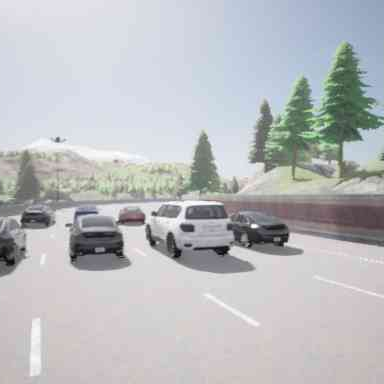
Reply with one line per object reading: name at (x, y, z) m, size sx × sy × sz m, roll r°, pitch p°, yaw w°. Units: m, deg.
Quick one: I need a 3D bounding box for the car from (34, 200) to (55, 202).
car at (-27.457, 2.207, 63.600) m, size 2.033 × 1.411 × 5.357 m, roll 0°, pitch -1°, yaw -1°

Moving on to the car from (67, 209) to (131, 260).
car at (-3.857, 1.648, 13.161) m, size 1.837 × 1.490 × 4.892 m, roll 0°, pitch 0°, yaw -21°

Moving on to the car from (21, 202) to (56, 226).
car at (-11.689, 1.775, 25.538) m, size 1.837 × 1.490 × 4.892 m, roll 0°, pitch 0°, yaw -15°

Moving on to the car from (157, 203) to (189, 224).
car at (-1.799, 1.796, 29.235) m, size 1.882 × 1.535 × 5.008 m, roll 0°, pitch 0°, yaw -14°

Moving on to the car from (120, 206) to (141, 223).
car at (-4.968, 1.861, 27.518) m, size 1.994 × 1.385 × 4.181 m, roll 0°, pitch -1°, yaw -15°

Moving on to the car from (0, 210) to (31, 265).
car at (-7.096, 1.631, 11.834) m, size 1.837 × 1.490 × 4.892 m, roll 0°, pitch 0°, yaw -21°

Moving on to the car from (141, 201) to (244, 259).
car at (-0.307, 1.375, 13.627) m, size 2.150 × 2.045 × 5.566 m, roll 0°, pitch 0°, yaw -21°

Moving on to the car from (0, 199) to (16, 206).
car at (-34.455, 2.166, 64.111) m, size 1.837 × 1.490 × 4.892 m, roll 0°, pitch -1°, yaw -1°

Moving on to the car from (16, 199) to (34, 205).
car at (-30.960, 2.207, 63.855) m, size 2.033 × 1.411 × 5.357 m, roll 0°, pitch -1°, yaw -1°

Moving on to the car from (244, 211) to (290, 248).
car at (2.624, 1.684, 15.810) m, size 1.837 × 1.490 × 4.892 m, roll 0°, pitch 0°, yaw -21°

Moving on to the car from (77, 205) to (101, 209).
car at (-8.512, 1.767, 27.245) m, size 1.882 × 1.535 × 5.008 m, roll 0°, pitch 0°, yaw -14°
